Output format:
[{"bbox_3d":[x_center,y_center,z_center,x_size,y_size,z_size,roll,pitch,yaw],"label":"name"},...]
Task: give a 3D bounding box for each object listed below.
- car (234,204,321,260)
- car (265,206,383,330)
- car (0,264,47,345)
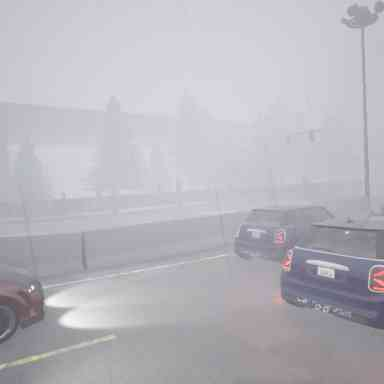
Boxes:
[{"bbox_3d":[3.532,1.156,10.653,4.553,1.767,2.097,-3,2,-36],"label":"car"},{"bbox_3d":[3.847,1.232,6.553,4.553,1.767,2.097,-2,1,-36],"label":"car"},{"bbox_3d":[-4.439,1.564,4.882,4.181,1.385,1.994,0,0,-35],"label":"car"}]
